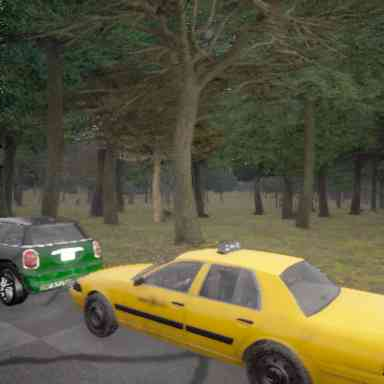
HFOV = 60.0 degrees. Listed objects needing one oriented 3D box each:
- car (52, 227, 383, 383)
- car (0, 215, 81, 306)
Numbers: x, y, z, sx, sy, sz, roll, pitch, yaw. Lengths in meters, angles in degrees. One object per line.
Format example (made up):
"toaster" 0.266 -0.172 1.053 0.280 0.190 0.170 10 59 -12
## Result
"car" 0.303 1.498 4.959 5.366 1.575 1.801 0 -1 36
"car" -4.357 1.392 8.382 4.553 1.767 2.097 0 0 36
